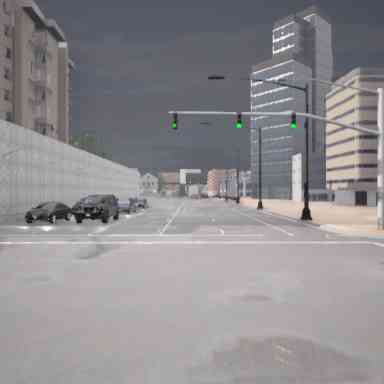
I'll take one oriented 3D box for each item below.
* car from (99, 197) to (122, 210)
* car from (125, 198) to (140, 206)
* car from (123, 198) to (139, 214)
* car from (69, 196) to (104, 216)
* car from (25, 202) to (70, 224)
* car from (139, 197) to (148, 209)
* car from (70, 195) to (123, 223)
[{"bbox_3d":[-10.653,1.516,43.819,1.837,1.490,4.892,0,0,0],"label":"car"},{"bbox_3d":[-10.582,1.683,59.607,1.895,1.301,4.718,0,0,0],"label":"car"},{"bbox_3d":[-7.146,1.536,35.211,1.812,1.442,4.674,0,0,0],"label":"car"},{"bbox_3d":[-10.646,1.362,34.004,2.097,1.767,4.553,0,0,0],"label":"car"},{"bbox_3d":[-10.634,1.512,24.936,1.837,1.490,4.892,0,0,0],"label":"car"},{"bbox_3d":[-7.152,1.504,45.554,2.128,1.511,4.902,0,0,0],"label":"car"},{"bbox_3d":[-7.131,1.229,25.571,2.150,2.045,5.566,0,0,0],"label":"car"}]
